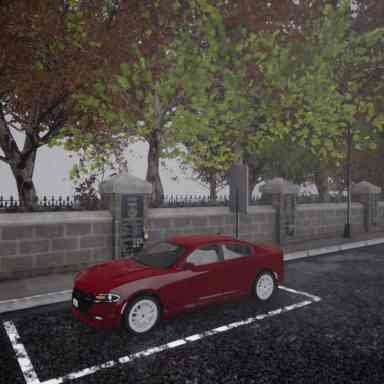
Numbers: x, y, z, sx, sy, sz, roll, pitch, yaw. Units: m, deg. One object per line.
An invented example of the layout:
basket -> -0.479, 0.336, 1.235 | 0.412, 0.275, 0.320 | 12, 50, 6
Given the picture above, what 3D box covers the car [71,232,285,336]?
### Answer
car -> -0.052, 1.545, 6.681 | 4.507, 1.381, 1.887 | 0, 0, -36
